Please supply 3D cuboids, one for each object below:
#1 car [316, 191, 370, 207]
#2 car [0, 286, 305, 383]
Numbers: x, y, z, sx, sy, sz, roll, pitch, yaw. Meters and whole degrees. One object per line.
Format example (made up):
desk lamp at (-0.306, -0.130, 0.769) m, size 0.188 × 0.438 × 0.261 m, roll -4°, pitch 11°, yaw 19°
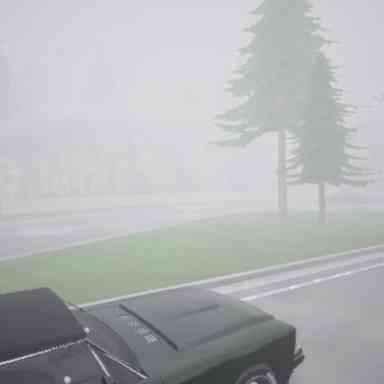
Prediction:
car at (14.339, 0.655, 31.674) m, size 4.674 × 1.442 × 1.812 m, roll 0°, pitch 1°, yaw 31°
car at (-1.220, 1.574, 2.793) m, size 4.718 × 1.301 × 1.895 m, roll -2°, pitch 1°, yaw -34°
